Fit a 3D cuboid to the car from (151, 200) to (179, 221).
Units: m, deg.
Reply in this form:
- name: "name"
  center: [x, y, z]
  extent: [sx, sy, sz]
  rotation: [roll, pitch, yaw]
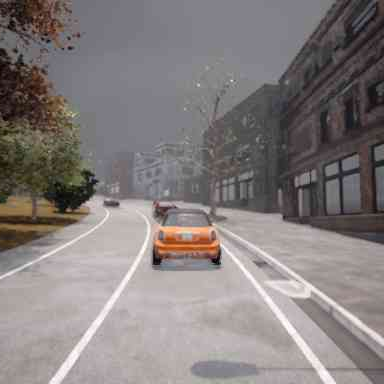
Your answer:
- name: "car"
  center: [-2.434, 1.527, 29.064]
  extent: [1.882, 1.535, 5.008]
  rotation: [2, 0, -11]

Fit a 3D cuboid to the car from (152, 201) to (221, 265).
- name: "car"
  center: [-0.246, 1.366, 11.964]
  extent: [2.097, 1.767, 4.553]
  rotation: [1, 0, -3]

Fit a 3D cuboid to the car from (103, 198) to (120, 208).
- name: "car"
  center: [-11.693, 1.544, 48.451]
  extent: [1.895, 1.301, 4.718]
  rotation: [2, -1, -21]
